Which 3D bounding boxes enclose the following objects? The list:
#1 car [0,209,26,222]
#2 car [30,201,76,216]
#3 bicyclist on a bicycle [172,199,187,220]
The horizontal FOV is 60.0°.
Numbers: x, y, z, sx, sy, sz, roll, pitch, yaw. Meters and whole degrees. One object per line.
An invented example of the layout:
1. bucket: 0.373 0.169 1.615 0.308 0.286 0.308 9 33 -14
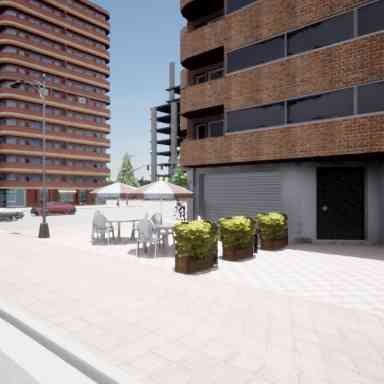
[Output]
1. car: -15.359 1.657 25.278 1.895 1.301 4.718 0 0 42
2. car: -13.650 1.619 32.927 1.994 1.385 4.181 0 0 42
3. bicyclist on a bicycle: -0.968 1.356 25.431 1.656 1.620 0.582 0 0 41
